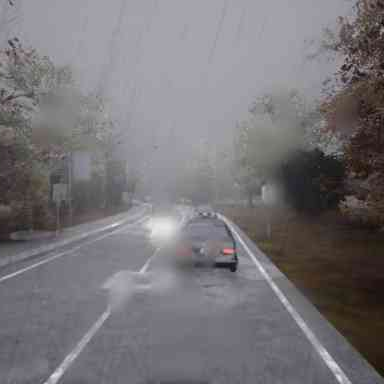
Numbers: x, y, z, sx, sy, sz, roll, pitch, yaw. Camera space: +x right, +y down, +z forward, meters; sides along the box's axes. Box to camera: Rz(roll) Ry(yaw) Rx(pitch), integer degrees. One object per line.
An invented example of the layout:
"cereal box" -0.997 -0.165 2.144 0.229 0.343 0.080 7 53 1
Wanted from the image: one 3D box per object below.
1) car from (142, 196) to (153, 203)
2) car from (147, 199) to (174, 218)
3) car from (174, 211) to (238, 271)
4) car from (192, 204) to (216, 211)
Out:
"car" -9.469 1.570 72.160 2.097 1.767 4.553 2 -1 -17
"car" -2.726 1.642 31.726 2.128 1.511 4.902 0 0 -1
"car" 0.463 1.600 11.080 2.033 1.411 5.357 0 0 3
"car" 1.003 1.683 26.737 2.033 1.411 5.357 0 0 1
